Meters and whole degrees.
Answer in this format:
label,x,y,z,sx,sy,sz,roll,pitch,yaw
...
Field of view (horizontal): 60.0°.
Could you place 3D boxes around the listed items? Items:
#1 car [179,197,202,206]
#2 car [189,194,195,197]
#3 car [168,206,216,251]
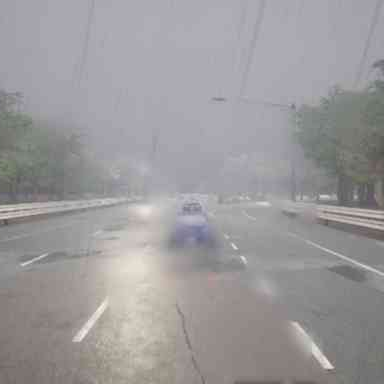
label,x,y,z,sx,sy,sz,roll,pitch,yaw
car,0.006,1.542,34.705,2.128,1.511,4.902,0,0,0
car,0.007,1.637,61.861,2.033,1.411,5.357,0,0,0
car,0.004,1.547,14.029,1.812,1.442,4.674,0,0,0
